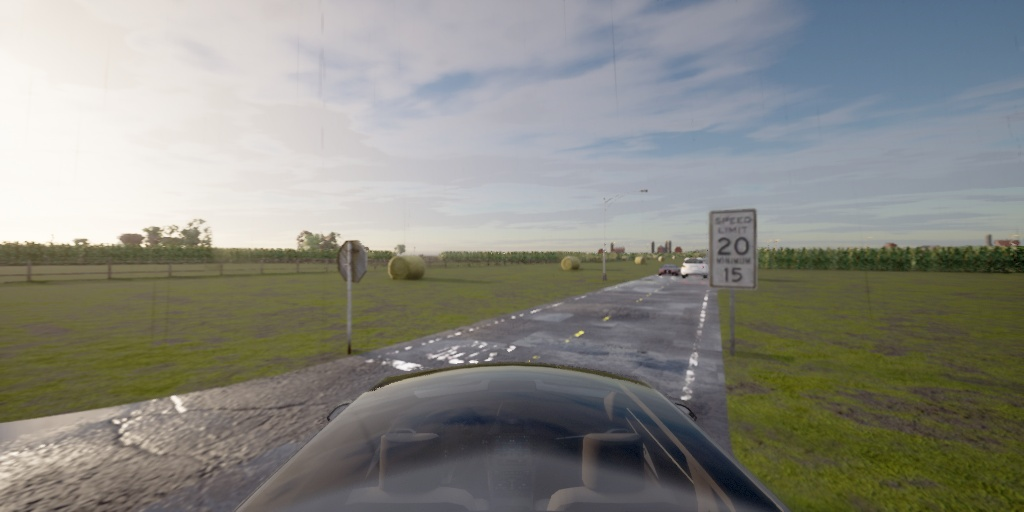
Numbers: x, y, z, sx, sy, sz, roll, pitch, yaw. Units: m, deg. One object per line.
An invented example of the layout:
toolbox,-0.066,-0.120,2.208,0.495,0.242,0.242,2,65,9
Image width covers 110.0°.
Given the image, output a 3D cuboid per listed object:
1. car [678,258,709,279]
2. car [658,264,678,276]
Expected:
car,18.661,1.231,36.529,2.150,2.045,5.566,0,0,30
car,18.166,1.595,41.360,1.994,1.385,4.181,0,0,29
